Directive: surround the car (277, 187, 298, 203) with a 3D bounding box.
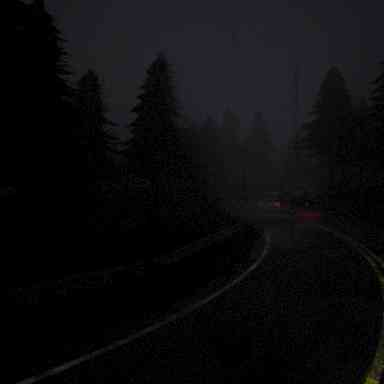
[{"bbox_3d":[10.309,0.234,35.689,1.812,1.442,4.674,2,3,21],"label":"car"}]

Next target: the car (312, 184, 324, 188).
[{"bbox_3d":[19.469,-0.471,53.646,5.008,1.535,1.882,-2,1,-41],"label":"car"}]

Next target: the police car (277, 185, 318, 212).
[{"bbox_3d":[8.486,0.551,26.829,1.930,1.638,5.238,2,3,2],"label":"police car"}]

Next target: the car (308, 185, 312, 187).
[{"bbox_3d":[12.866,-0.059,40.778,1.801,1.575,5.366,1,2,32],"label":"car"}]
